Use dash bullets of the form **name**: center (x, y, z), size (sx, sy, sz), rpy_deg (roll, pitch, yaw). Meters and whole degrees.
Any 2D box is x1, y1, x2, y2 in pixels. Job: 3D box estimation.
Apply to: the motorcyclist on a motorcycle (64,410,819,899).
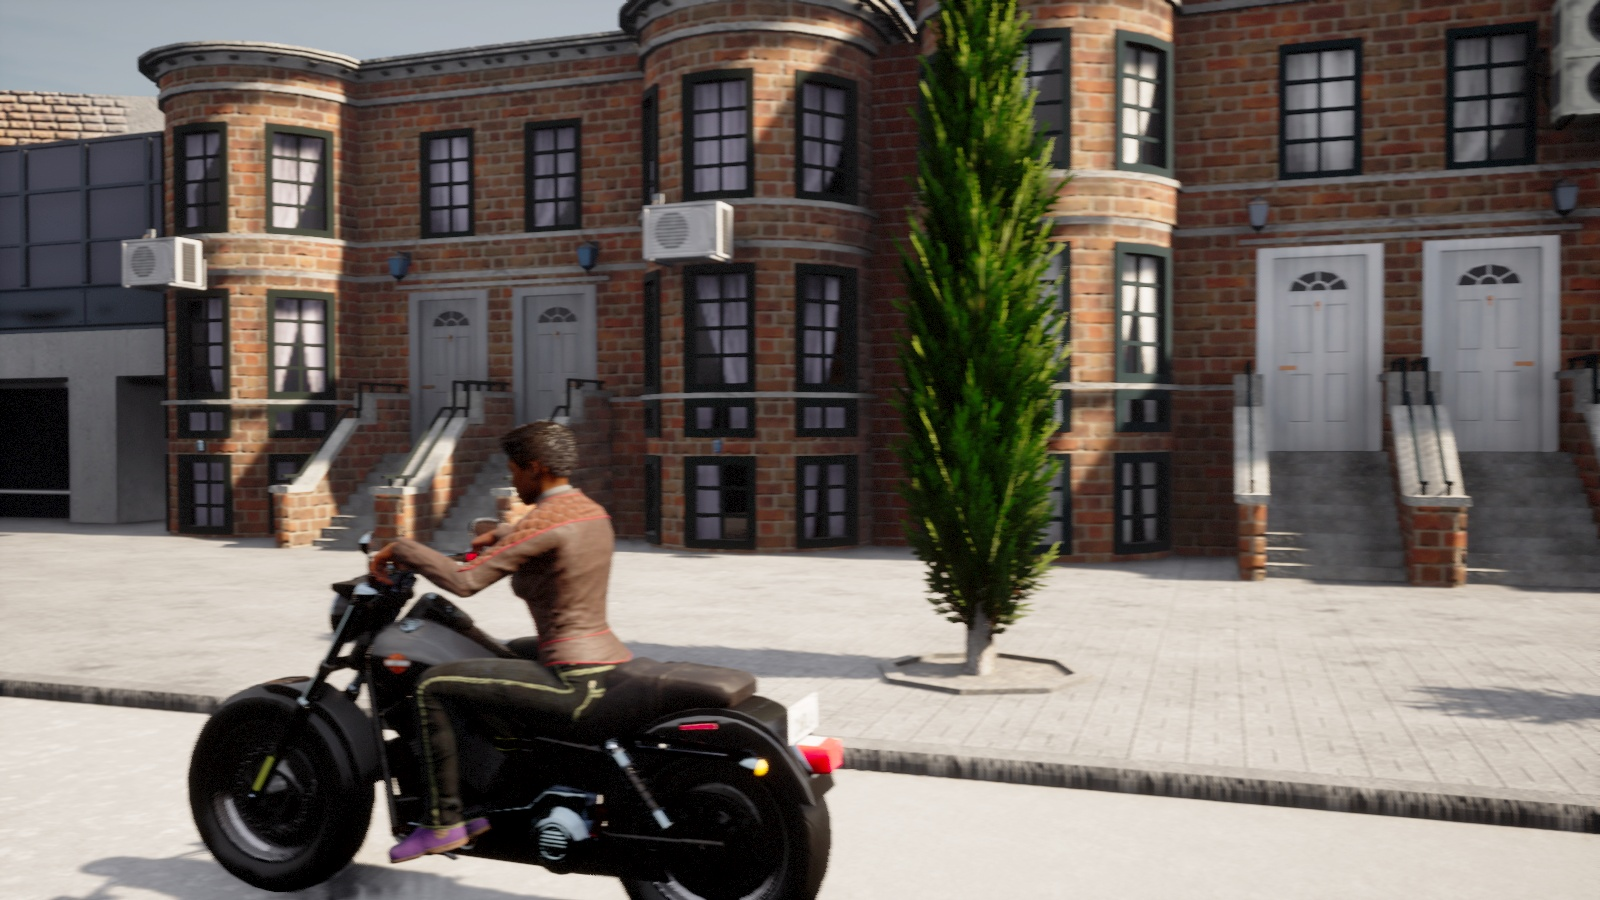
- **motorcyclist on a motorcycle**: center (-1.174, 0.707, 4.113), size (2.350, 1.649, 0.766), rpy_deg (0, 1, 19)
